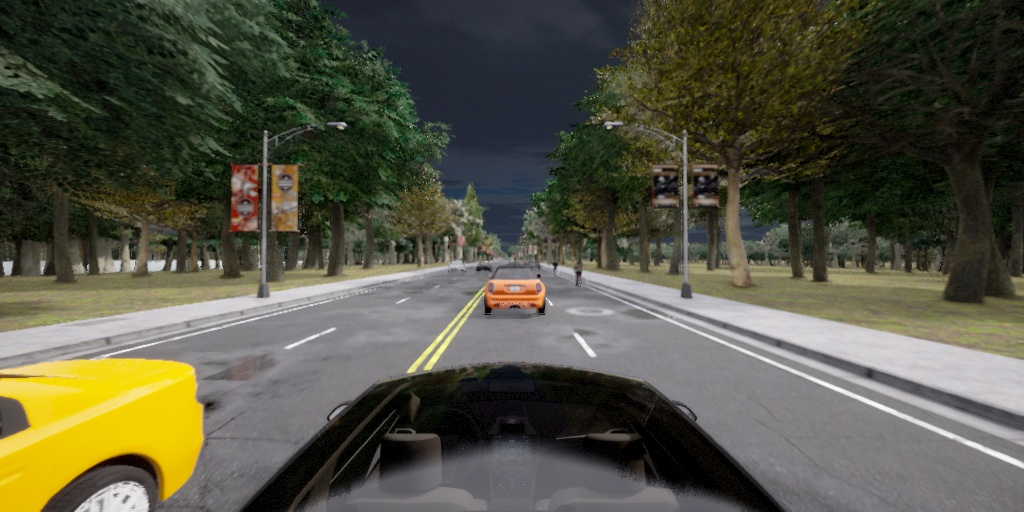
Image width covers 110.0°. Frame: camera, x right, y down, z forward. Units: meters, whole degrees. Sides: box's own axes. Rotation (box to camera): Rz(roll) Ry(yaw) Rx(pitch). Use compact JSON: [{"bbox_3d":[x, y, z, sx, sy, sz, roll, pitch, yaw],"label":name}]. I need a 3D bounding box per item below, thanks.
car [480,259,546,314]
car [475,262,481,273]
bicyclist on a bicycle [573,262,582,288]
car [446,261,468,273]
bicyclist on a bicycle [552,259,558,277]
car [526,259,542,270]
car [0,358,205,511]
[{"bbox_3d":[0.098,1.096,13.833,2.097,1.767,4.553,0,0,0],"label":"car"},{"bbox_3d":[-3.345,1.360,43.689,1.895,1.301,4.718,0,0,0],"label":"car"},{"bbox_3d":[4.139,1.197,22.444,0.582,1.620,1.656,0,0,0],"label":"bicyclist on a bicycle"},{"bbox_3d":[-6.591,1.284,43.292,1.812,1.442,4.674,0,0,0],"label":"car"},{"bbox_3d":[4.139,1.121,34.366,0.659,1.776,1.843,0,0,0],"label":"bicyclist on a bicycle"},{"bbox_3d":[3.348,1.270,55.834,2.128,1.511,4.902,0,0,0],"label":"car"},{"bbox_3d":[-3.349,1.228,0.677,1.882,1.535,5.008,0,0,0],"label":"car"}]
